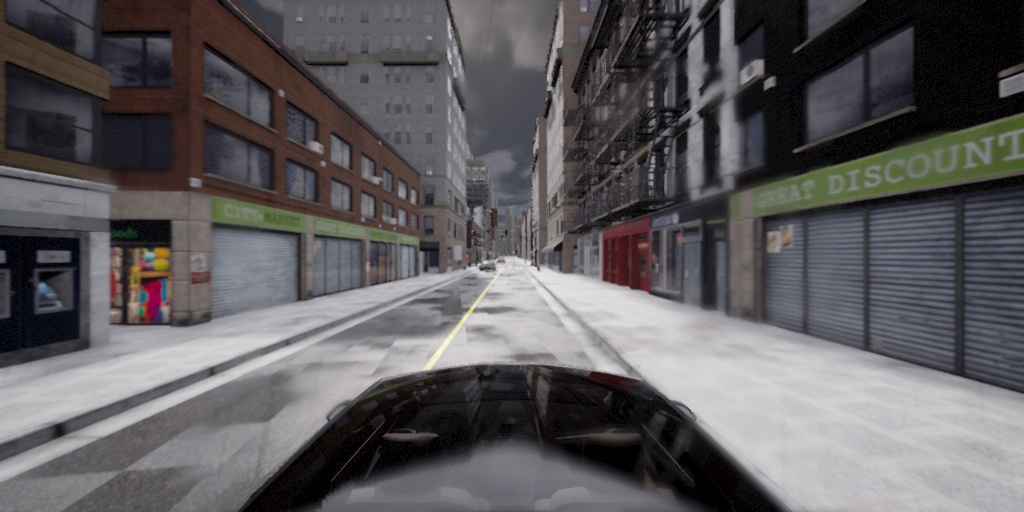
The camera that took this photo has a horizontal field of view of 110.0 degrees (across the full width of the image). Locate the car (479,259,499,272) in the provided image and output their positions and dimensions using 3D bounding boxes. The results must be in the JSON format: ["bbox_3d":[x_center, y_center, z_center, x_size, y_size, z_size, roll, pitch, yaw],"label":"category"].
[{"bbox_3d":[-3.056,1.290,46.041,1.994,1.385,4.181,0,0,0],"label":"car"}]
